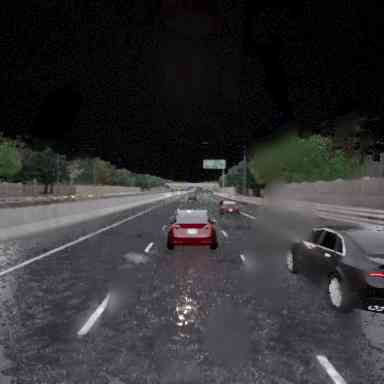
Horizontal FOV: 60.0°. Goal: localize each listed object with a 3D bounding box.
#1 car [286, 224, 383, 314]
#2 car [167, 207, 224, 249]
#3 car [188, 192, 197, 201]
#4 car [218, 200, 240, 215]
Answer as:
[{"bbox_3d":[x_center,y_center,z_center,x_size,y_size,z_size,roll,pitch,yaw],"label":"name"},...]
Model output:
[{"bbox_3d":[3.599,1.504,7.631,1.837,1.490,4.892,0,0,0],"label":"car"},{"bbox_3d":[0.006,1.500,14.625,2.163,1.488,4.792,0,0,0],"label":"car"},{"bbox_3d":[0.068,1.258,78.946,1.837,1.490,4.892,0,0,0],"label":"car"},{"bbox_3d":[3.603,1.492,33.259,1.812,1.442,4.674,0,0,0],"label":"car"}]
